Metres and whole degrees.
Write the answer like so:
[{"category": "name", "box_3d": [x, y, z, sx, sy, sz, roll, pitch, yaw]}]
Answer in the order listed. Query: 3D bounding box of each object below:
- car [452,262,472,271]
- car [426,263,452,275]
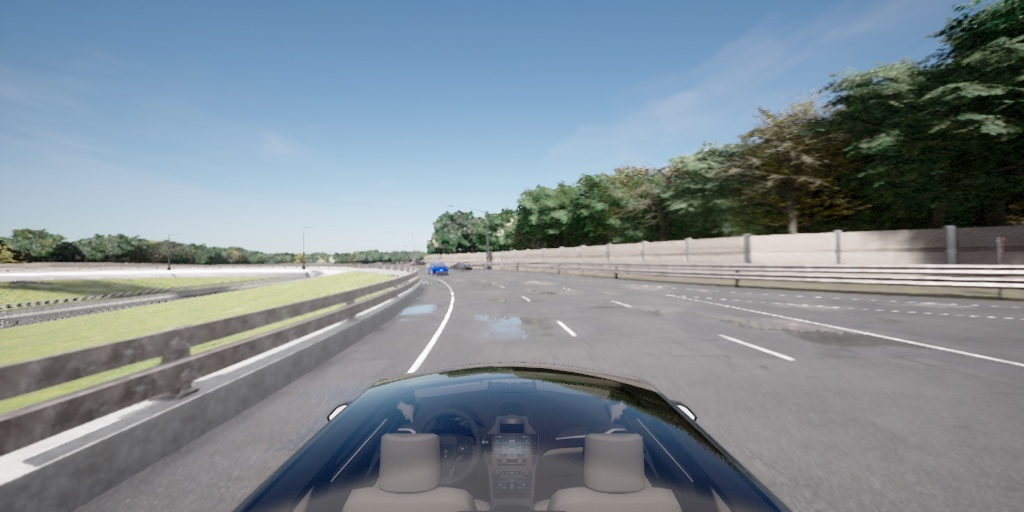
[{"category": "car", "box_3d": [-8.279, 1.711, 58.109, 2.033, 1.411, 5.357, -1, 0, -31]}, {"category": "car", "box_3d": [-9.517, 1.601, 45.366, 1.882, 1.535, 5.008, -1, 0, -25]}]
